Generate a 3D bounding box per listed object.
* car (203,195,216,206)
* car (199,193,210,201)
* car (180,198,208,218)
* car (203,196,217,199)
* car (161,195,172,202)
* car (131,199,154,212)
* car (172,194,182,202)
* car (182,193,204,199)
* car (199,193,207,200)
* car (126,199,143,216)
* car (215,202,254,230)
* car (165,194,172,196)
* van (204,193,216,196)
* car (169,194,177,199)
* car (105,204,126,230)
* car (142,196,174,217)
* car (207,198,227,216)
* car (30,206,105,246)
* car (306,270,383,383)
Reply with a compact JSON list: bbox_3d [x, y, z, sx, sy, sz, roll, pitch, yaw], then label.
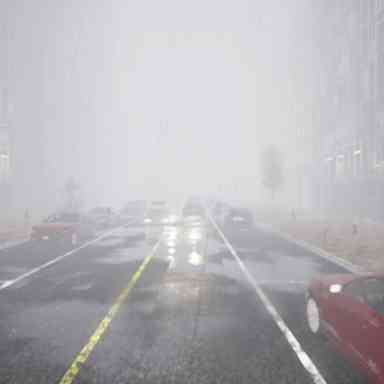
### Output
[{"bbox_3d":[2.822,1.352,54.951,1.967,1.590,4.097,0,0,0],"label":"car"},{"bbox_3d":[2.877,1.170,77.719,2.192,1.841,5.009,0,0,0],"label":"car"},{"bbox_3d":[0.168,1.522,30.110,1.994,1.385,4.181,0,0,0],"label":"car"},{"bbox_3d":[2.795,1.502,43.566,1.947,1.339,4.313,0,0,0],"label":"car"},{"bbox_3d":[-5.518,1.422,72.059,2.008,1.369,4.403,0,0,0],"label":"car"},{"bbox_3d":[-5.599,1.513,37.903,1.947,1.339,4.313,0,0,0],"label":"car"},{"bbox_3d":[-2.830,1.380,72.193,1.812,1.442,4.674,0,0,0],"label":"car"},{"bbox_3d":[0.150,1.283,45.523,2.097,1.767,4.553,0,0,1],"label":"car"},{"bbox_3d":[2.904,1.139,89.104,2.192,1.841,5.009,0,0,0],"label":"car"},{"bbox_3d":[-5.612,1.502,32.210,1.887,1.381,4.507,0,0,0],"label":"car"},{"bbox_3d":[2.741,1.540,20.798,1.947,1.339,4.313,0,0,0],"label":"car"},{"bbox_3d":[-5.532,1.411,66.195,1.752,1.417,4.829,0,0,0],"label":"car"},{"bbox_3d":[2.809,1.265,49.260,1.690,1.788,3.998,0,0,0],"label":"van"},{"bbox_3d":[-5.465,1.359,94.828,2.008,1.369,4.403,0,0,0],"label":"car"},{"bbox_3d":[-5.639,1.557,20.825,1.802,1.307,4.206,0,0,0],"label":"car"},{"bbox_3d":[-3.026,1.437,30.465,1.882,1.535,5.008,0,0,0],"label":"car"},{"bbox_3d":[2.768,1.522,32.182,1.947,1.339,4.313,0,0,0],"label":"car"},{"bbox_3d":[-5.652,1.528,15.132,1.887,1.381,4.507,0,0,0],"label":"car"},{"bbox_3d":[2.701,1.541,3.721,1.887,1.381,4.507,0,0,0],"label":"car"}]
